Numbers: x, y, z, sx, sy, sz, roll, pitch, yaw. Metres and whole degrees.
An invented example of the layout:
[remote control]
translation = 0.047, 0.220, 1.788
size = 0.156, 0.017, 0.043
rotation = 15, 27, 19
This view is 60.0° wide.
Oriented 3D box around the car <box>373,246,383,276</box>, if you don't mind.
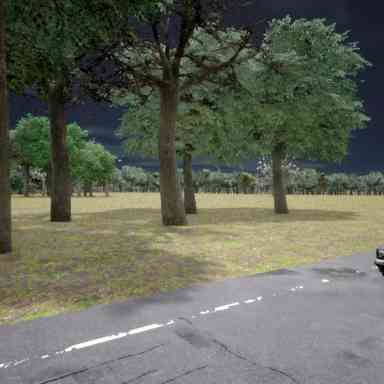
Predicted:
[car]
translation = 6.847, 1.597, 8.870
size = 4.718, 1.301, 1.895
rotation = 0, 0, -35
